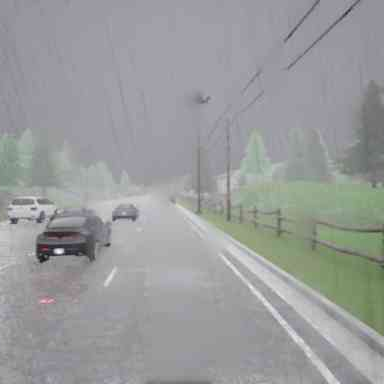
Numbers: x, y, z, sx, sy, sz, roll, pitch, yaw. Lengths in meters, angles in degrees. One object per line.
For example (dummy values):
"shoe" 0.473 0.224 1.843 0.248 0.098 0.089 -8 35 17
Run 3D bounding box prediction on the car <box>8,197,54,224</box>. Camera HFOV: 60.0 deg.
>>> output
"car" -12.481 1.397 26.485 2.150 2.045 5.566 0 0 -5

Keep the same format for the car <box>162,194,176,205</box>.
"car" -4.442 1.482 66.791 2.150 2.045 5.566 0 0 -5

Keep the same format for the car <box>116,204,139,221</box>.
"car" -5.649 1.701 28.694 1.994 1.385 4.181 0 0 -5

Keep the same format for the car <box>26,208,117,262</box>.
"car" -4.238 1.577 12.561 1.837 1.490 4.892 0 0 -4

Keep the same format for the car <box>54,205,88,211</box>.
"car" -8.933 1.752 26.108 1.895 1.301 4.718 0 0 -5
